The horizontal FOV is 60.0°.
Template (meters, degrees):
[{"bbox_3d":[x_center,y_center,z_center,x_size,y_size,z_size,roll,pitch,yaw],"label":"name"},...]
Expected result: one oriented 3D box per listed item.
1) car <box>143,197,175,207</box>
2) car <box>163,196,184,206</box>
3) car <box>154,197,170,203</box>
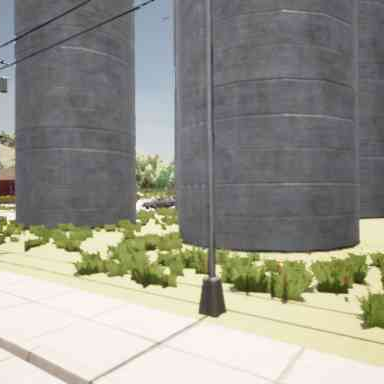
[{"bbox_3d":[-5.420,1.929,51.616,2.033,1.411,5.357,-1,0,35],"label":"car"},{"bbox_3d":[-3.707,1.781,67.421,3.866,1.878,1.905,-1,0,35],"label":"car"},{"bbox_3d":[-7.655,2.139,85.192,3.905,1.438,1.784,-1,0,35],"label":"car"}]
